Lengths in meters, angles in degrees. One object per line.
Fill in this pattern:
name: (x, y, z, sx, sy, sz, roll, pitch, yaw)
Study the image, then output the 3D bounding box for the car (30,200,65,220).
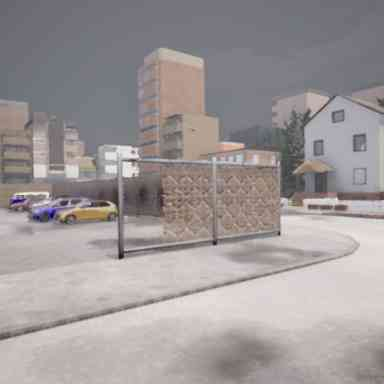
car: (-11.139, 1.355, 25.706, 2.207, 1.379, 1.481, -1, 1, -36)

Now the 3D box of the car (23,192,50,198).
car: (-11.695, 1.131, 27.965, 3.866, 1.878, 1.905, -1, 1, -36)

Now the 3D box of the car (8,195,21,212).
car: (-16.965, 1.354, 36.240, 5.357, 1.415, 2.033, -1, 1, -36)

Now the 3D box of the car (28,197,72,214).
car: (-13.911, 1.286, 32.671, 3.633, 1.501, 1.845, -1, 1, -36)

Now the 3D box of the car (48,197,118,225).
car: (-6.962, 1.296, 22.175, 4.193, 1.474, 1.816, -1, 1, -36)

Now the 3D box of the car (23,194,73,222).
car: (-9.406, 1.240, 24.327, 4.611, 1.667, 2.242, -1, 1, -36)

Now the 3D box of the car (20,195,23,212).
car: (-16.964, 1.285, 35.961, 1.789, 1.547, 3.705, -1, 1, -36)
